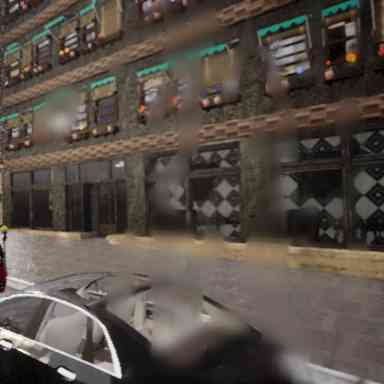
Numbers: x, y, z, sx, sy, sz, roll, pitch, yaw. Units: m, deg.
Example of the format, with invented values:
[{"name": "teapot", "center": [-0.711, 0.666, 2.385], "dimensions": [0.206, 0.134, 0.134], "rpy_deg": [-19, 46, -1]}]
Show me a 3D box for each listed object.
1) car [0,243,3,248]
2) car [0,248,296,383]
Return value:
[{"name": "car", "center": [-5.778, 1.347, 6.874], "dimensions": [5.009, 1.841, 2.192], "rpy_deg": [0, -2, 36]}, {"name": "car", "center": [-1.168, 1.562, 3.580], "dimensions": [4.403, 1.369, 2.008], "rpy_deg": [0, -2, 36]}]
